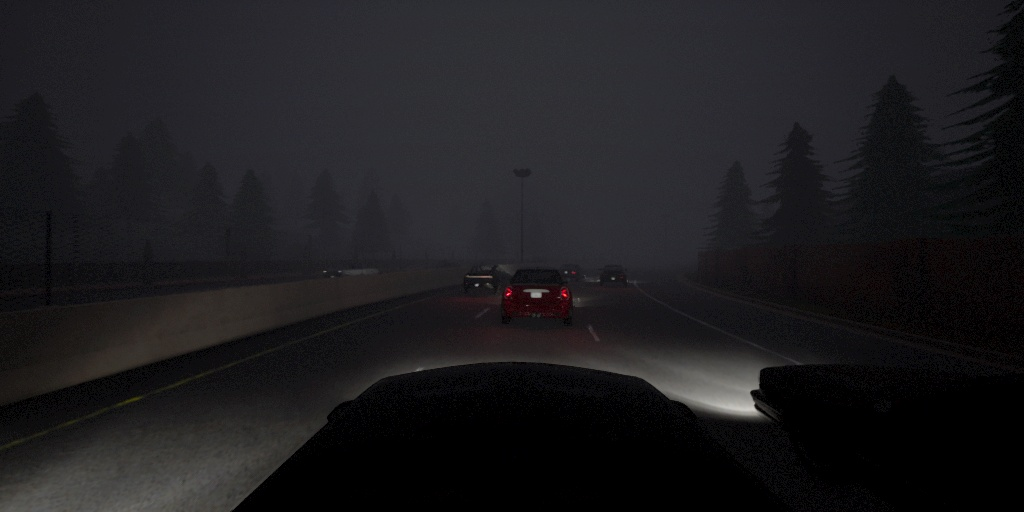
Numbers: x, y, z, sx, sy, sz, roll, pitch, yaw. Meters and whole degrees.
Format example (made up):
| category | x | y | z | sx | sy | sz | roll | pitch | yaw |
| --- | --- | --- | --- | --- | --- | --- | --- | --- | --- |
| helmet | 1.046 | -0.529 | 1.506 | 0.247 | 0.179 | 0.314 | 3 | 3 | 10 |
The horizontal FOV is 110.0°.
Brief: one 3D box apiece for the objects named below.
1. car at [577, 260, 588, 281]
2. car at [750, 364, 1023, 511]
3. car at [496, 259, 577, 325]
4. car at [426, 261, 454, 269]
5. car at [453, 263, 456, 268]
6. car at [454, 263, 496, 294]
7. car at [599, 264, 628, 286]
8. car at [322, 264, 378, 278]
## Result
| category | x | y | z | sx | sy | sz | roll | pitch | yaw |
| --- | --- | --- | --- | --- | --- | --- | --- | --- | --- |
| car | 5.066 | 1.350 | 30.526 | 2.033 | 1.411 | 5.357 | 0 | 0 | 19 |
| car | 3.622 | 1.314 | 1.604 | 2.033 | 1.411 | 5.357 | 0 | 0 | 1 |
| car | 0.921 | 1.117 | 12.142 | 2.097 | 1.767 | 4.553 | 0 | 0 | 7 |
| car | -7.250 | 1.245 | 37.914 | 2.128 | 1.511 | 4.902 | 0 | 0 | 21 |
| car | -3.824 | 1.369 | 37.236 | 1.895 | 1.301 | 4.718 | 0 | 0 | 21 |
| car | -1.293 | 1.254 | 20.255 | 2.128 | 1.511 | 4.902 | 0 | 0 | 11 |
| car | 7.375 | 1.334 | 26.098 | 1.812 | 1.442 | 4.674 | 0 | 0 | 16 |
| car | -13.494 | 1.317 | 30.145 | 1.895 | 1.301 | 4.718 | 0 | 0 | 16 |
